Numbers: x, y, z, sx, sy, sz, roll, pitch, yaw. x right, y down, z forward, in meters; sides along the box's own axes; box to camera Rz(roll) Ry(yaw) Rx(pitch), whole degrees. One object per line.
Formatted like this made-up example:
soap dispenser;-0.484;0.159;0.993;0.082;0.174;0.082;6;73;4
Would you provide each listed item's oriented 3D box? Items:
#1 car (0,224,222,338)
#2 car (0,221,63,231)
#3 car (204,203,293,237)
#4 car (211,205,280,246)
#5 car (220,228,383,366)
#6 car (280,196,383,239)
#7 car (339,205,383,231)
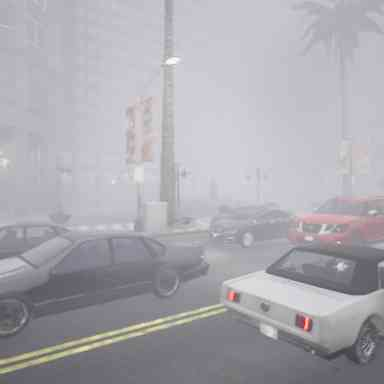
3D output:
car;-2.086;1.541;6.830;5.357;1.411;2.033;0;0;-39
car;-4.850;1.544;9.127;5.357;1.411;2.033;0;0;-35
car;3.244;1.467;18.697;4.786;1.482;2.161;0;0;-36
car;2.892;1.468;14.635;4.892;1.490;1.837;0;0;-35
car;2.844;1.582;5.775;4.718;1.301;1.895;0;0;-35
car;6.156;1.180;12.652;5.566;2.045;2.150;0;0;-35
car;11.312;1.529;20.554;4.718;1.301;1.895;0;0;-35
